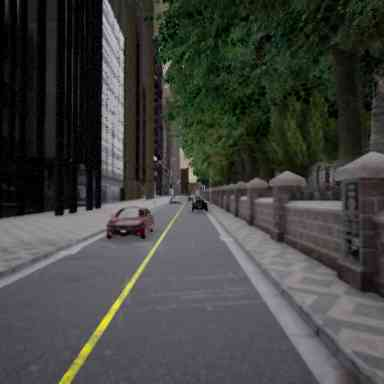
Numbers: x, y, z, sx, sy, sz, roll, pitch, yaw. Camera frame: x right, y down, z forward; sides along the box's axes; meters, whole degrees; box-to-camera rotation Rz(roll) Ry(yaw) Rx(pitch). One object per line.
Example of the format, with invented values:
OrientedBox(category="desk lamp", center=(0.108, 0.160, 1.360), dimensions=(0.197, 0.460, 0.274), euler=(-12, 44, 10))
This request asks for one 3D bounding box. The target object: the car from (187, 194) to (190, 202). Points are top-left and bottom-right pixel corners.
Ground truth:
OrientedBox(category="car", center=(0.004, 1.256, 73.243), dimensions=(2.097, 1.767, 4.553), euler=(0, 0, 0))

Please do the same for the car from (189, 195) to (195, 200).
OrientedBox(category="car", center=(0.005, 1.448, 91.470), dimensions=(1.812, 1.442, 4.674), euler=(0, 0, 0))

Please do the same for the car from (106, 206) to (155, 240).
OrientedBox(category="car", center=(-3.096, 1.497, 17.478), dimensions=(1.882, 1.535, 5.008), euler=(0, 0, 0))

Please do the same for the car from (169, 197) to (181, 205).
OrientedBox(category="car", center=(-3.025, 1.583, 59.225), dimensions=(1.994, 1.385, 4.181), euler=(0, 0, 1))

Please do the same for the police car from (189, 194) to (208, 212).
OrientedBox(category="police car", center=(0.902, 1.447, 39.332), dimensions=(1.930, 1.638, 5.238), euler=(0, 0, 0))

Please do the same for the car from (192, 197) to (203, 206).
OrientedBox(category="car", center=(0.903, 1.545, 55.226), dimensions=(1.812, 1.442, 4.674), euler=(0, 0, 0))
